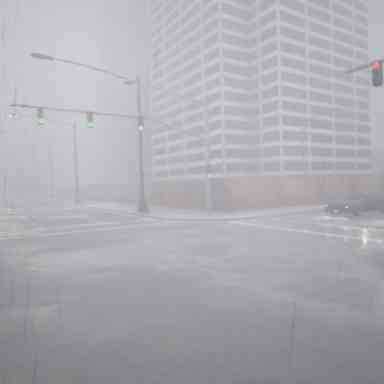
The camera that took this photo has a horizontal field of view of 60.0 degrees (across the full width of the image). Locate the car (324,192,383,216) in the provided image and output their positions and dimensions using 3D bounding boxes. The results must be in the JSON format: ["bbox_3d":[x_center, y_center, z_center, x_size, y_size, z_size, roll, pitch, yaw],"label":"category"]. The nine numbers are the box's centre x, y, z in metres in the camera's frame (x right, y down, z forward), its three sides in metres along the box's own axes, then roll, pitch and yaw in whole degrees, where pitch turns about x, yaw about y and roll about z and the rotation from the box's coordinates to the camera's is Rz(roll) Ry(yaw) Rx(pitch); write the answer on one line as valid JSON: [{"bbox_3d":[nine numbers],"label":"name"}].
[{"bbox_3d":[10.929,0.688,21.612,5.357,1.411,2.033,-3,2,-33],"label":"car"}]
